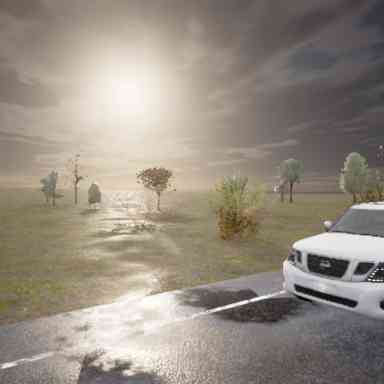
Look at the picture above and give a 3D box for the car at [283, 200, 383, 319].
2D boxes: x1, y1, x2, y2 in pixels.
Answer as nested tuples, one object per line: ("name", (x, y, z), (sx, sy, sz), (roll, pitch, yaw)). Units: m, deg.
("car", (4.398, 1.221, 7.107), (5.566, 2.045, 2.150), (0, 0, -35))
